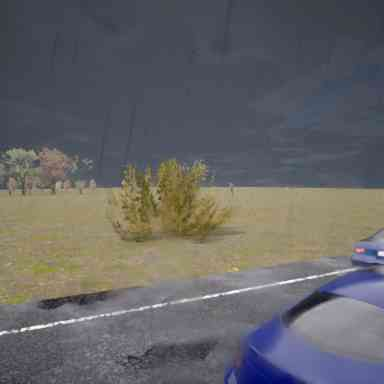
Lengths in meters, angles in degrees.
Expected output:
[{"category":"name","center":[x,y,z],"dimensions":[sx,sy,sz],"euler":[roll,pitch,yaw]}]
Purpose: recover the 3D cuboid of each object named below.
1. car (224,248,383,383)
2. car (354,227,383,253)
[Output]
[{"category":"car","center":[2.507,1.525,3.438],"dimensions":[4.674,1.442,1.812],"euler":[0,0,-29]},{"category":"car","center":[6.636,1.548,9.576],"dimensions":[5.357,1.411,2.033],"euler":[0,0,-38]}]
